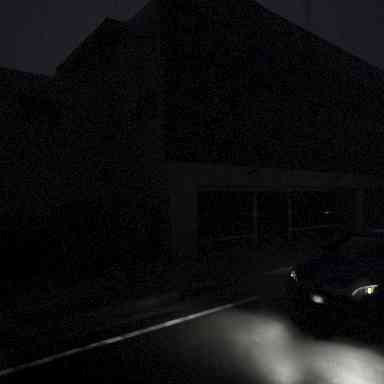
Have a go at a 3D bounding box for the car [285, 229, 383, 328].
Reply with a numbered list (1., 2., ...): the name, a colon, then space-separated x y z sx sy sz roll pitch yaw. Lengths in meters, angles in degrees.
1. car: 3.975 1.562 7.153 4.674 1.442 1.812 0 -1 -38
